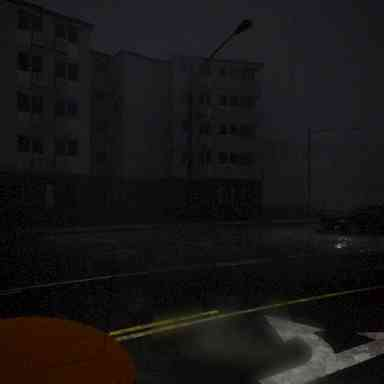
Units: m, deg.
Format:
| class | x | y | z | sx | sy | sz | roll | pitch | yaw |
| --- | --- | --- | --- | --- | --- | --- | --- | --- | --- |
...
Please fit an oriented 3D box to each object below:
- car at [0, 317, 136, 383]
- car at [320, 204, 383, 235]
| class | x | y | z | sx | sy | sz | roll | pitch | yaw |
| --- | --- | --- | --- | --- | --- | --- | --- | --- | --- |
| car | -2.685 | 1.478 | 1.715 | 5.008 | 1.535 | 1.882 | 0 | 0 | -36 |
| car | 9.713 | 1.477 | 18.823 | 5.008 | 1.535 | 1.882 | 0 | 0 | -15 |
